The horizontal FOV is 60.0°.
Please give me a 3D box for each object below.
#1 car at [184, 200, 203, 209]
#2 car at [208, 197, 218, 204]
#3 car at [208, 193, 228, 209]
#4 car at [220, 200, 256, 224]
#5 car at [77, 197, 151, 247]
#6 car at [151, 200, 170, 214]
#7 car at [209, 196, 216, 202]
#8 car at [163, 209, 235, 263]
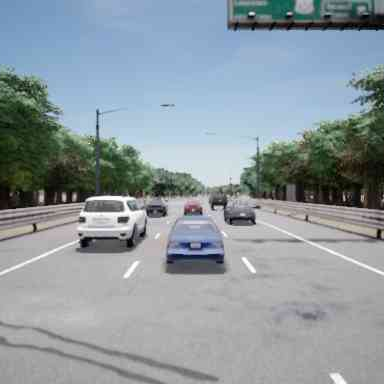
[{"bbox_3d":[0.135,1.565,34.077,1.812,1.442,4.674,0,0,0],"label":"car"},{"bbox_3d":[4.464,1.781,70.508,1.994,1.385,4.181,0,0,3],"label":"car"},{"bbox_3d":[3.649,1.214,44.767,2.150,2.045,5.566,0,0,1],"label":"car"},{"bbox_3d":[3.494,1.515,24.843,1.994,1.385,4.181,0,0,0],"label":"car"},{"bbox_3d":[-3.403,1.220,15.137,2.150,2.045,5.566,0,0,0],"label":"car"},{"bbox_3d":[-3.373,1.540,32.977,1.837,1.490,4.892,0,0,0],"label":"car"},{"bbox_3d":[5.174,1.851,84.358,1.837,1.490,4.892,0,-1,3],"label":"car"},{"bbox_3d":[0.098,1.544,11.845,2.033,1.411,5.357,0,0,0],"label":"car"}]
